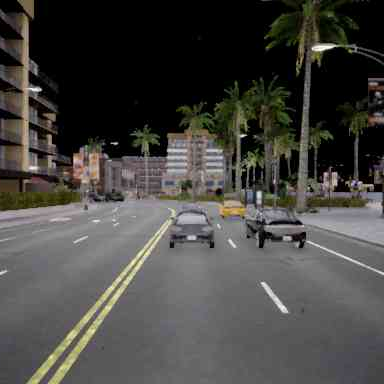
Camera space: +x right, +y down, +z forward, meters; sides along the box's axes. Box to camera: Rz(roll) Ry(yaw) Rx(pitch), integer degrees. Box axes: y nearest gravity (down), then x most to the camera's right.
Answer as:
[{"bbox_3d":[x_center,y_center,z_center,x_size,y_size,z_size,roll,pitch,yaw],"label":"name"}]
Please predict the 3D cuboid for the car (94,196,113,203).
[{"bbox_3d":[-18.909,1.539,69.415,2.033,1.411,5.357,0,0,-32],"label":"car"}]

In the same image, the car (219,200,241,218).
[{"bbox_3d":[3.500,1.485,29.650,1.882,1.535,5.008,0,0,0],"label":"car"}]

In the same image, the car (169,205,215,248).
[{"bbox_3d":[0.000,1.533,14.650,1.812,1.442,4.674,0,0,0],"label":"car"}]

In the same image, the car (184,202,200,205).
[{"bbox_3d":[0.000,1.563,29.650,2.033,1.411,5.357,0,0,0],"label":"car"}]

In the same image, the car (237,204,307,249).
[{"bbox_3d":[3.500,1.495,14.650,2.128,1.511,4.902,0,0,0],"label":"car"}]

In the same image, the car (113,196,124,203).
[{"bbox_3d":[-16.218,1.593,71.651,1.895,1.301,4.718,0,0,-32],"label":"car"}]
